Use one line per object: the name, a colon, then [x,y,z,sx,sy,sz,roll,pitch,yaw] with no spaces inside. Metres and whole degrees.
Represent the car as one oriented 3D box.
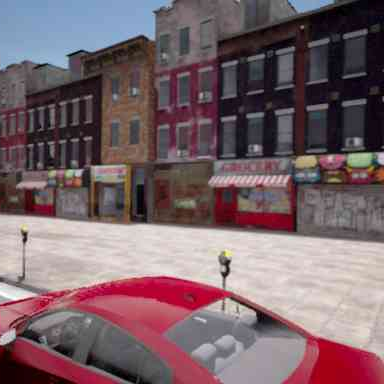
car: [-0.625,1.541,3.243,4.507,1.381,1.887,0,1,36]
